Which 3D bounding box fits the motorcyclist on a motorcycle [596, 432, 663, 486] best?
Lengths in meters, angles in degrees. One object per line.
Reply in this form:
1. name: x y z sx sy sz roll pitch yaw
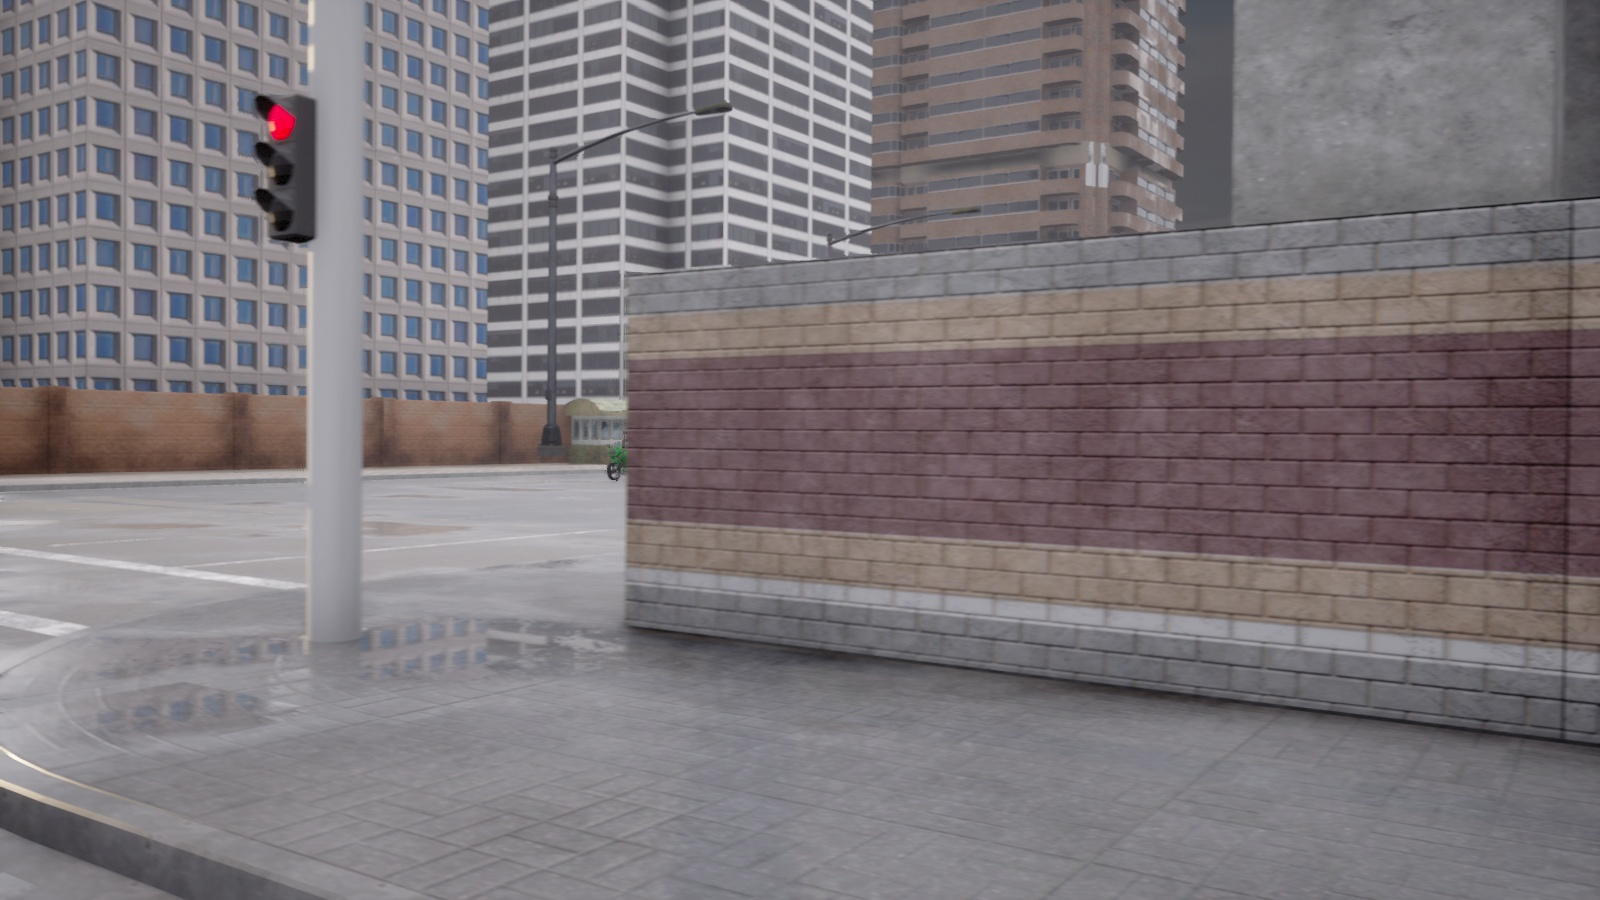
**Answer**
1. motorcyclist on a motorcycle: -5.028 0.250 37.188 0.797 1.523 2.044 0 1 34
